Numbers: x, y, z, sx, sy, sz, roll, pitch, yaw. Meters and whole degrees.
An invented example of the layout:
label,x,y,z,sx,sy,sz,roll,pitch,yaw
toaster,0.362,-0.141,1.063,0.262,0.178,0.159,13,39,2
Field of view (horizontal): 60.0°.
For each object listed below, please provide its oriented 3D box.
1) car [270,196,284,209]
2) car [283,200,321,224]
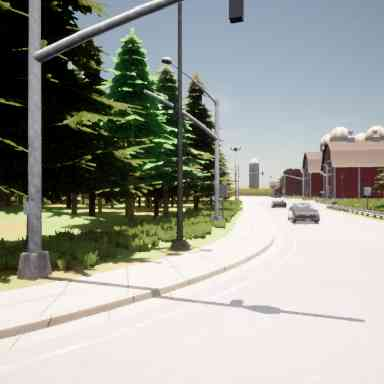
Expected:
label,x,y,z,sx,sy,sz,roll,pitch,yaw
car,11.917,1.601,45.657,1.895,1.301,4.718,0,0,9
car,8.388,1.547,25.329,2.033,1.411,5.357,0,0,10
